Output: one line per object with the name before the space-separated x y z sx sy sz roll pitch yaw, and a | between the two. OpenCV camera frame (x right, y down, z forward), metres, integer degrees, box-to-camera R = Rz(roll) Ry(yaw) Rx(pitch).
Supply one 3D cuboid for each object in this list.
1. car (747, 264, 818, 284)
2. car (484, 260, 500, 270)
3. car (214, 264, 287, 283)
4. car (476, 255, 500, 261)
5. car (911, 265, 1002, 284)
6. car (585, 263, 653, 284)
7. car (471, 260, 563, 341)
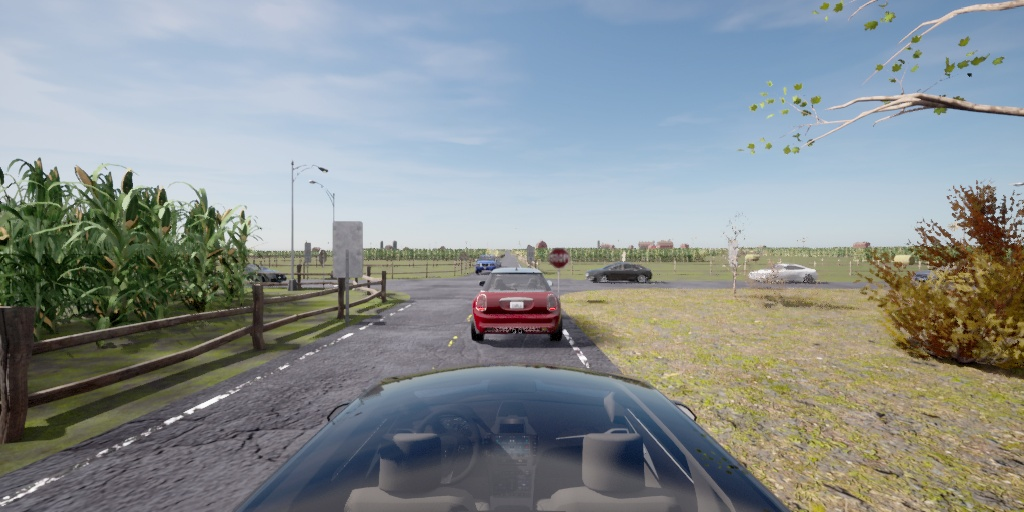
car | 20.335 1.314 27.063 4.674 1.442 1.812 0 0 0
car | -2.772 1.243 50.668 1.994 1.385 4.181 0 0 0
car | -17.592 1.252 24.064 4.181 1.385 1.994 0 0 0
car | -2.821 0.927 40.742 2.150 2.045 5.566 0 0 1
car | 33.526 1.374 27.074 5.357 1.411 2.033 0 0 0
car | 7.909 1.260 26.691 4.892 1.490 1.837 0 0 -5
car | 0.110 1.100 10.017 2.097 1.767 4.553 0 0 0
